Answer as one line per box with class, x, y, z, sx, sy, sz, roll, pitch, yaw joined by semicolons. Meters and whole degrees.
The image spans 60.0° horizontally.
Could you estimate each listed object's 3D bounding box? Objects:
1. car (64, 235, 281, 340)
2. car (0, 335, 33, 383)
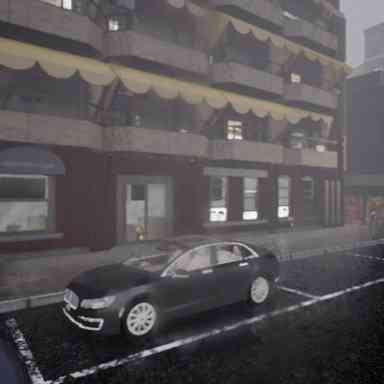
car;-0.144;1.561;6.457;4.403;1.369;2.008;0;0;-36
car;-3.309;1.542;1.016;5.357;1.411;2.033;0;0;-36
